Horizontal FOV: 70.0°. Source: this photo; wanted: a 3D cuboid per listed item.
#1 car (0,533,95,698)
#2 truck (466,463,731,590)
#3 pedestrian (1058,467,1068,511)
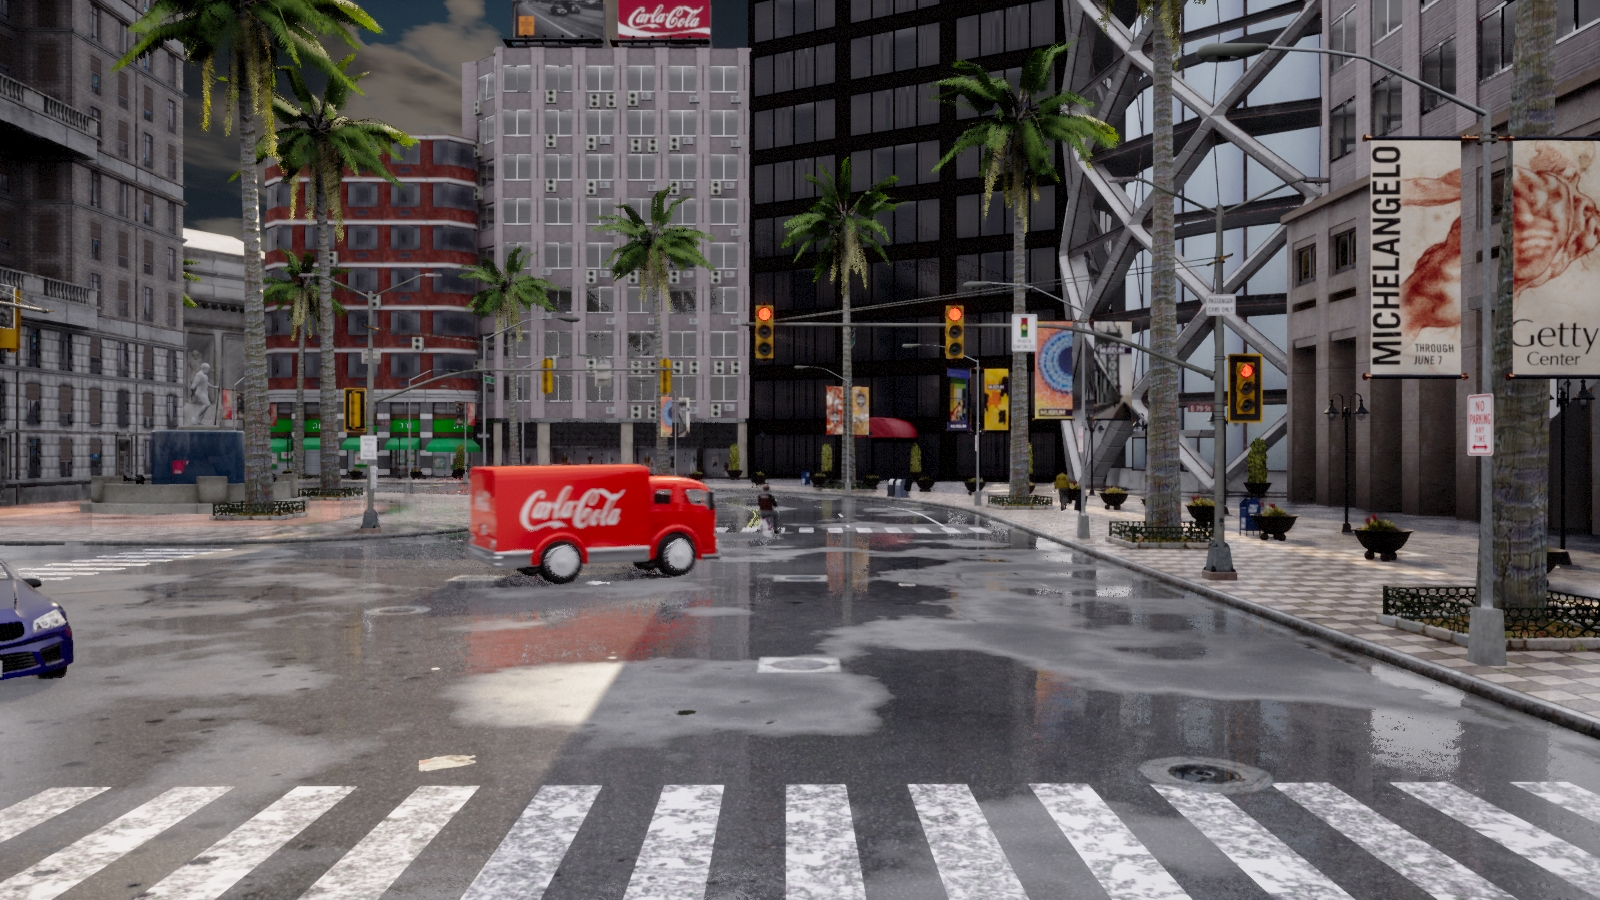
[{"bbox_3d":[-10.929,1.963,14.159,4.611,1.667,2.242,0,0,38],"label":"car"},{"bbox_3d":[-4.445,1.559,25.244,5.204,2.467,2.627,0,0,-28],"label":"truck"},{"bbox_3d":[11.249,1.679,48.897,0.375,1.860,0.375,0,0,25],"label":"pedestrian"}]
